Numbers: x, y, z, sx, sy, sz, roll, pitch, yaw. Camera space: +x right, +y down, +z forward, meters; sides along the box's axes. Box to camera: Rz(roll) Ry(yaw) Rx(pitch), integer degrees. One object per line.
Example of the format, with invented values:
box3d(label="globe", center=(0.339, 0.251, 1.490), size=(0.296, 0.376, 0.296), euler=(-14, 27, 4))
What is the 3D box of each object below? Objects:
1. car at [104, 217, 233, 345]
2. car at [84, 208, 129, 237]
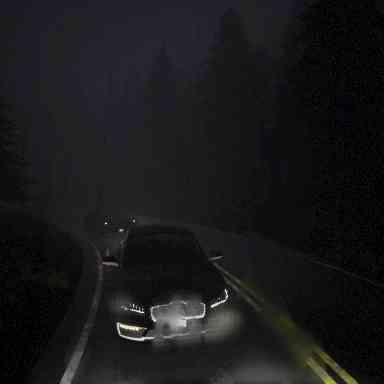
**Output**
box3d(label="car", center=(-0.642, 1.494, 6.784), size=(1.837, 1.490, 4.892), euler=(-1, 0, -11))
box3d(label="car", center=(-4.620, 1.610, 18.518), size=(1.895, 1.301, 4.718), euler=(-3, 1, -29))
